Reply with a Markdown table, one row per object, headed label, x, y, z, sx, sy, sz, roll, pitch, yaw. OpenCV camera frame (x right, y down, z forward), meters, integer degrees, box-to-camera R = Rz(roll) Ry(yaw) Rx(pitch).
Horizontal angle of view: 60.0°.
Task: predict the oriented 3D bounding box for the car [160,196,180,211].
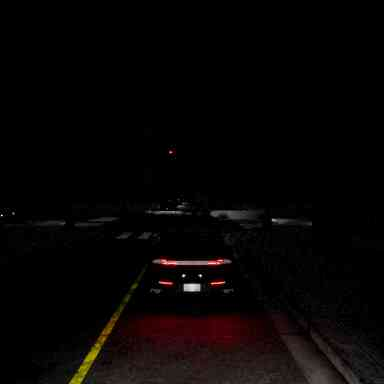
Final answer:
| label | x | y | z | sx | sy | sz | roll | pitch | yaw |
| --- | --- | --- | --- | --- | --- | --- | --- | --- | --- |
| car | -2.835 | 1.524 | 40.268 | 2.033 | 1.411 | 5.357 | 0 | 0 | 0 |

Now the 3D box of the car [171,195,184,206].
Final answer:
| label | x | y | z | sx | sy | sz | roll | pitch | yaw |
| --- | --- | --- | --- | --- | --- | --- | --- | --- | --- |
| car | -2.830 | 1.309 | 54.479 | 2.097 | 1.767 | 4.553 | 0 | 0 | 0 |

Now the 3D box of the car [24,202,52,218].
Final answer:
| label | x | y | z | sx | sy | sz | roll | pitch | yaw |
| --- | --- | --- | --- | --- | --- | --- | --- | --- | --- |
| car | -14.759 | 1.581 | 29.540 | 4.313 | 1.339 | 1.947 | 0 | 0 | 0 |

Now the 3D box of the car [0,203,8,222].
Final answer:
| label | x | y | z | sx | sy | sz | roll | pitch | yaw |
| --- | --- | --- | --- | --- | --- | --- | --- | --- | --- |
| car | -14.766 | 1.540 | 21.513 | 4.313 | 1.339 | 1.947 | 0 | 0 | 0 |

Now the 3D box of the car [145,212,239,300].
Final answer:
| label | x | y | z | sx | sy | sz | roll | pitch | yaw |
| --- | --- | --- | --- | --- | --- | --- | --- | --- | --- |
| car | 0.002 | 1.492 | 8.362 | 2.128 | 1.511 | 4.902 | 0 | 0 | 0 |

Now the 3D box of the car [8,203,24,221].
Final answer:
| label | x | y | z | sx | sy | sz | roll | pitch | yaw |
| --- | --- | --- | --- | --- | --- | --- | --- | --- | --- |
| car | -15.680 | 1.209 | 24.055 | 5.566 | 2.045 | 2.150 | 0 | 0 | 0 |

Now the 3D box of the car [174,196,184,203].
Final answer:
| label | x | y | z | sx | sy | sz | roll | pitch | yaw |
| --- | --- | --- | --- | --- | --- | --- | --- | --- | --- |
| car | -2.738 | 1.503 | 69.345 | 1.994 | 1.385 | 4.181 | 0 | 0 | 0 |

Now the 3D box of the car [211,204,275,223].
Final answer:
| label | x | y | z | sx | sy | sz | roll | pitch | yaw |
| --- | --- | --- | --- | --- | --- | --- | --- | --- | --- |
| car | 3.868 | 1.591 | 25.048 | 4.718 | 1.301 | 1.895 | 0 | 0 | 17 |

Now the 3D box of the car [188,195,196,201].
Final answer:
| label | x | y | z | sx | sy | sz | roll | pitch | yaw |
| --- | --- | --- | --- | --- | --- | --- | --- | --- | --- |
| car | 0.014 | 1.451 | 81.385 | 1.812 | 1.442 | 4.674 | 0 | 0 | 0 |
